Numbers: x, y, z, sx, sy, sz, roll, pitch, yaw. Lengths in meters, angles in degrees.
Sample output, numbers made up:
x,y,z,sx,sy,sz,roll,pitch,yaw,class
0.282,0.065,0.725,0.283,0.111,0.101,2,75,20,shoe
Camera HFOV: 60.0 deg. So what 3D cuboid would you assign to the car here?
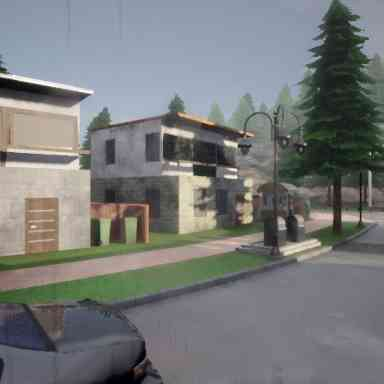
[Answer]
x,y,z,sx,sy,sz,roll,pitch,yaw,class
-2.827,1.547,2.077,5.357,1.411,2.033,0,0,-36,car
